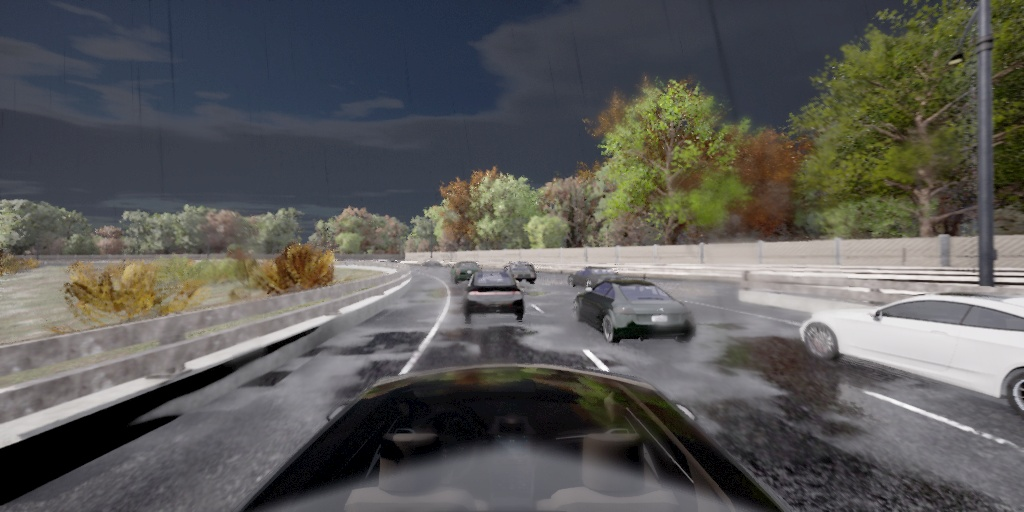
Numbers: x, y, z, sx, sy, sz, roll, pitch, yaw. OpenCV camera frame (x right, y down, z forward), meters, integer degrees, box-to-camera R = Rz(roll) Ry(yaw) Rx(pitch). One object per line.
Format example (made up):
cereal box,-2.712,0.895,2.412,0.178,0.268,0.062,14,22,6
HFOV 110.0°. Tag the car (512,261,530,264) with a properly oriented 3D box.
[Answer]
car,0.748,1.354,40.096,2.128,1.511,4.902,0,0,-28

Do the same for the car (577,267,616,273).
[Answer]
car,5.012,1.342,21.744,2.033,1.411,5.357,0,0,-10

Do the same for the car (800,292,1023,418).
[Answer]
car,6.858,1.261,5.354,1.812,1.442,4.674,0,0,-2

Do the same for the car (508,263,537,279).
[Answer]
car,0.317,1.429,27.008,1.895,1.301,4.718,0,0,-13

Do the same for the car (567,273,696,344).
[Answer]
car,3.035,1.327,9.731,1.994,1.385,4.181,0,0,-4

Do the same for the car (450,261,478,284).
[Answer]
car,-3.657,1.200,28.269,2.097,1.767,4.553,0,0,-15

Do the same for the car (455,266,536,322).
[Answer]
car,-0.699,1.278,12.452,2.128,1.511,4.902,0,0,-6
